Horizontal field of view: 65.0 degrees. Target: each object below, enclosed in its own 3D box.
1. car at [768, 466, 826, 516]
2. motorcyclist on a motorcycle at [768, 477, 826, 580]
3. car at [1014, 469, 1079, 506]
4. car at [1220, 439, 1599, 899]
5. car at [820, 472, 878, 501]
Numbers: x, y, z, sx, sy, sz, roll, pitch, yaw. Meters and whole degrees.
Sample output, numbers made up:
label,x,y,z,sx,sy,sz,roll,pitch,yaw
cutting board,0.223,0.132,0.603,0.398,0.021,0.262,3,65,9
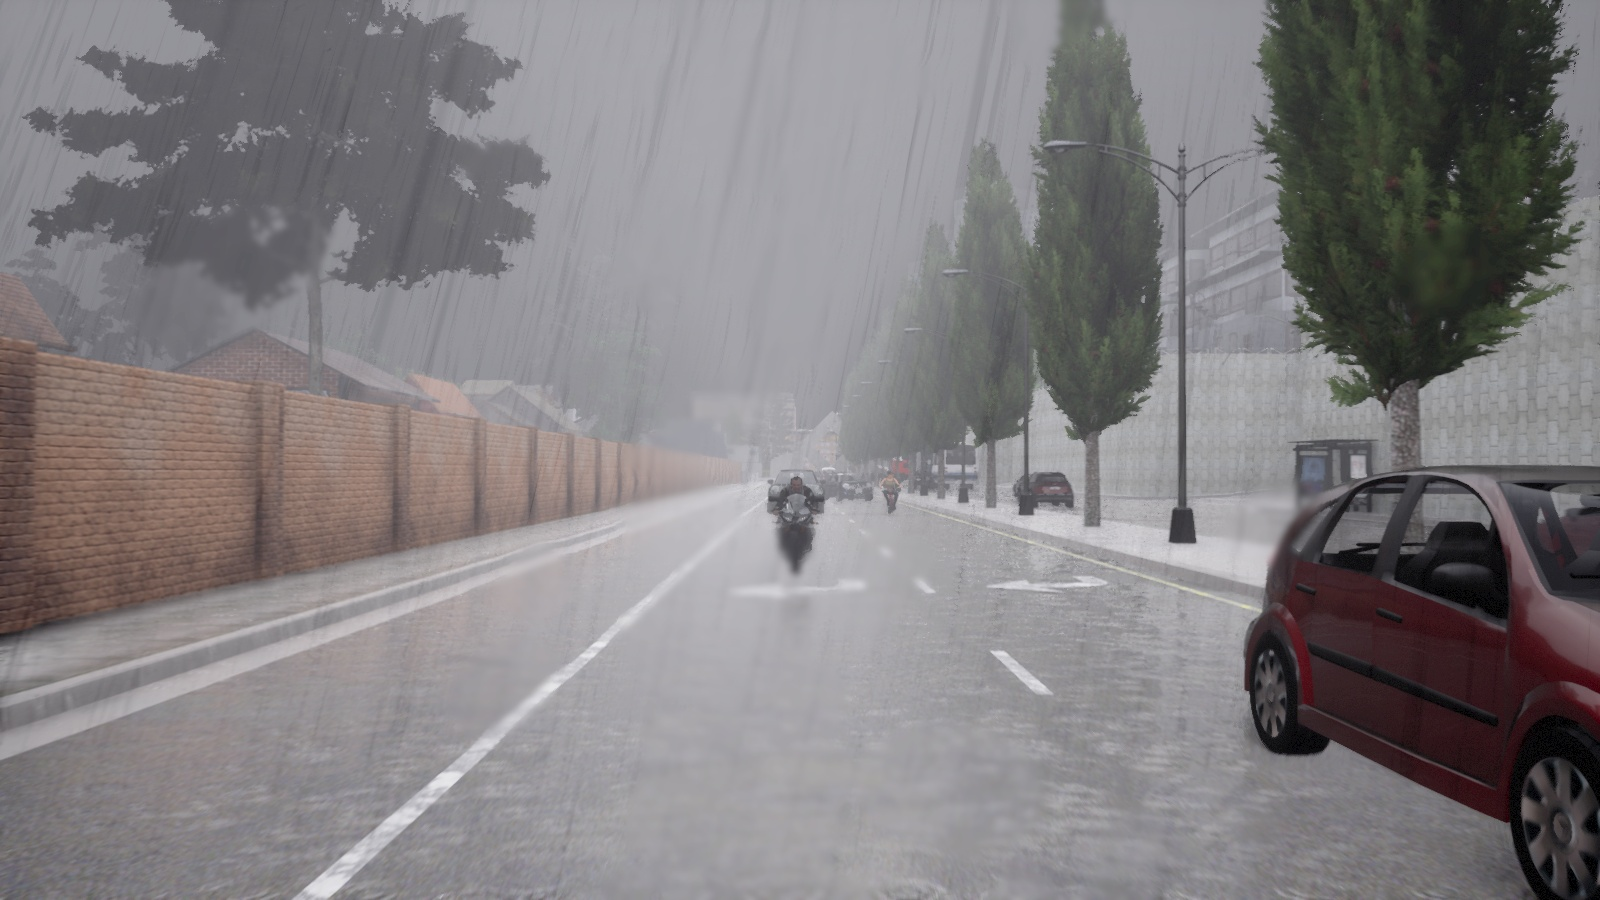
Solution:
label,x,y,z,sx,sy,sz,roll,pitch,yaw
car,-0.115,1.495,47.203,2.097,1.767,4.553,0,-1,0
motorcyclist on a motorcycle,-0.048,1.196,19.888,0.866,1.530,2.191,0,-1,0
car,11.357,1.709,58.237,2.033,1.649,4.856,0,-1,0
car,3.486,0.798,5.631,1.851,1.617,3.988,0,-1,0
car,2.622,1.954,68.128,1.970,1.475,3.806,0,-1,-18
